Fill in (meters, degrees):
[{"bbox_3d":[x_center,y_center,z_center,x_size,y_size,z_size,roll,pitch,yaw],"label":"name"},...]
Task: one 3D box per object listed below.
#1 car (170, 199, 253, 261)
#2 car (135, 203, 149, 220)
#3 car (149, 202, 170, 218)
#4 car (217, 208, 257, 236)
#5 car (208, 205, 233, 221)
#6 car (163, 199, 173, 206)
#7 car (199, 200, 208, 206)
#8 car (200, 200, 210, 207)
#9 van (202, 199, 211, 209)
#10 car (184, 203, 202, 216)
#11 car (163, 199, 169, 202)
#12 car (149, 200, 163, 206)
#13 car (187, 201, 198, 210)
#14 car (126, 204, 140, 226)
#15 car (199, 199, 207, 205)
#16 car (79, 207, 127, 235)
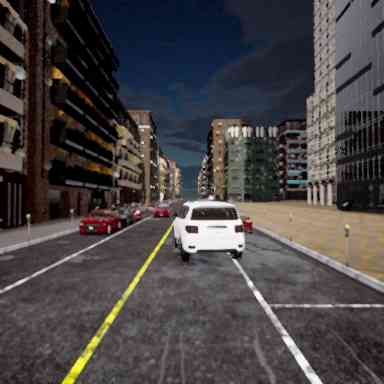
[{"bbox_3d":[0.482,1.397,13.333,2.150,2.045,5.566,0,-1,-7],"label":"car"},{"bbox_3d":[-5.674,1.857,32.100,1.967,1.590,4.097,1,-1,0],"label":"car"},{"bbox_3d":[-3.093,2.064,35.702,1.895,1.301,4.718,0,-1,0],"label":"car"},{"bbox_3d":[2.704,1.817,20.958,1.887,1.381,4.507,1,-1,0],"label":"car"},{"bbox_3d":[2.705,1.967,32.096,2.008,1.369,4.403,1,-1,0],"label":"car"},{"bbox_3d":[-5.798,2.482,79.988,1.967,1.590,4.097,1,-1,0],"label":"car"},{"bbox_3d":[2.840,2.622,82.221,2.008,1.369,4.403,1,-1,0],"label":"car"},{"bbox_3d":[2.793,2.479,71.791,1.887,1.381,4.507,1,-1,0],"label":"car"},{"bbox_3d":[2.739,2.165,63.334,1.690,1.788,3.998,1,-1,0],"label":"van"},{"bbox_3d":[0.107,2.080,41.051,2.033,1.411,5.357,0,-1,0],"label":"car"},{"bbox_3d":[-5.675,2.220,59.946,1.967,1.590,4.097,1,-1,0],"label":"car"},{"bbox_3d":[-5.674,2.216,48.806,1.802,1.307,4.206,1,-1,0],"label":"car"},{"bbox_3d":[0.103,2.282,58.194,1.812,1.442,4.674,0,-1,0],"label":"car"},{"bbox_3d":[-5.676,1.910,26.529,1.947,1.339,4.313,1,-1,0],"label":"car"},{"bbox_3d":[2.840,2.695,87.790,2.008,1.369,4.403,1,-1,0],"label":"car"},{"bbox_3d":[-5.676,1.817,20.960,1.887,1.381,4.507,1,-1,0],"label":"car"}]
